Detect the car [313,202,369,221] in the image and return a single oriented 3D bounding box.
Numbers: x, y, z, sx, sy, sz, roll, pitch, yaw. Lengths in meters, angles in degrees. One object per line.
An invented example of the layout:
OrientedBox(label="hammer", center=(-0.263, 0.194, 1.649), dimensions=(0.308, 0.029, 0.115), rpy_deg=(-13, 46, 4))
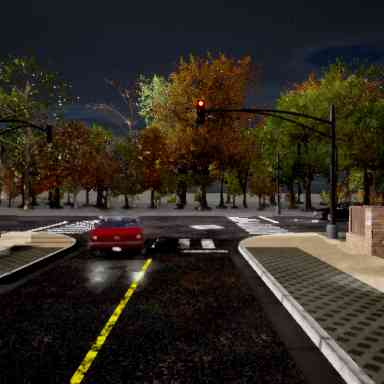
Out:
OrientedBox(label="car", center=(12.148, 1.556, 26.402), dimensions=(4.892, 1.490, 1.837), rpy_deg=(0, 0, 0))

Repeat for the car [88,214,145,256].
OrientedBox(label="car", center=(-2.918, 1.600, 13.303), dimensions=(1.895, 1.301, 4.718), rpy_deg=(0, 0, -11))
